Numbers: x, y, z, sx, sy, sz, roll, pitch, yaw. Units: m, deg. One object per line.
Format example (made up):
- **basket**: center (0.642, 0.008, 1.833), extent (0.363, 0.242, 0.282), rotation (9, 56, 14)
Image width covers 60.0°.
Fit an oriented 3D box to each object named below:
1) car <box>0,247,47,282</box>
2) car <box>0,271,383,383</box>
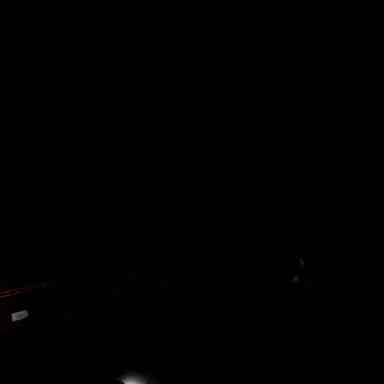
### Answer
- **car**: center (-4.222, 1.623, 5.963), extent (4.507, 1.381, 1.887), rotation (-1, 0, 36)
- **car**: center (0.258, 1.581, 2.766), extent (4.313, 1.339, 1.947), rotation (-1, 0, 36)
